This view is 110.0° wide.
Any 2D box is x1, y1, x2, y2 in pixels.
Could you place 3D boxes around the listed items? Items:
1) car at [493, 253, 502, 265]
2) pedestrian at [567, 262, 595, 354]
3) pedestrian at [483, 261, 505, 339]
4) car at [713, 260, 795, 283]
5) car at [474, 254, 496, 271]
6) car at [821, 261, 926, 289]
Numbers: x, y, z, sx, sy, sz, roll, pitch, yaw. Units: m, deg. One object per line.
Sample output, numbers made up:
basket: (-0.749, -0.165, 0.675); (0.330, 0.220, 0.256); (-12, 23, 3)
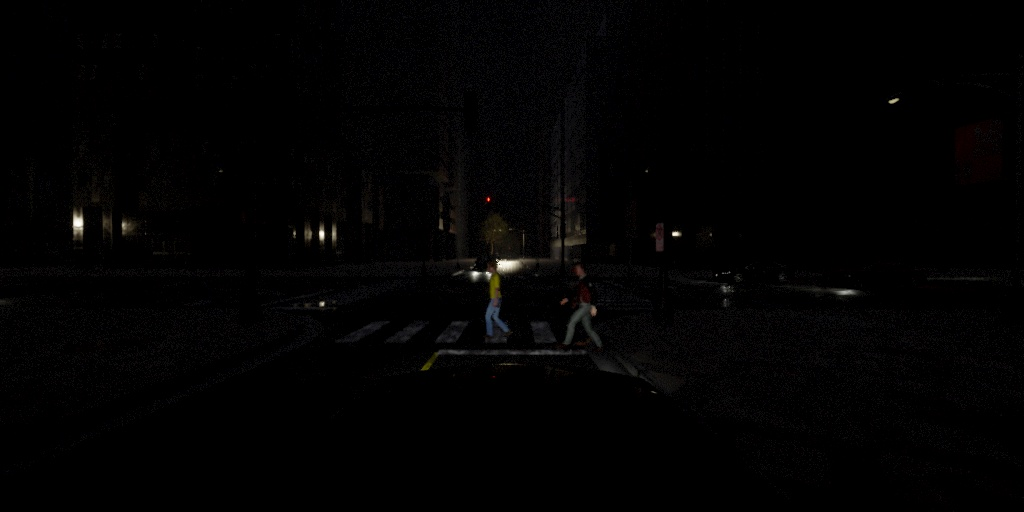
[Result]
car: (-3.124, 0.544, 55.912); (2.097, 1.767, 4.553); (0, 1, 0)
pedestrian: (1.356, 0.989, 7.057); (0.375, 1.860, 0.375); (0, 1, 0)
pedestrian: (-0.405, 0.976, 8.275); (0.375, 1.860, 0.375); (0, 1, 0)
car: (16.233, 1.032, 24.193); (4.892, 1.490, 1.837); (0, 1, 0)
car: (-3.115, 0.838, 39.568); (1.882, 1.535, 5.008); (0, 1, 0)
car: (20.958, 1.051, 20.926); (5.008, 1.535, 1.882); (0, 1, 0)
